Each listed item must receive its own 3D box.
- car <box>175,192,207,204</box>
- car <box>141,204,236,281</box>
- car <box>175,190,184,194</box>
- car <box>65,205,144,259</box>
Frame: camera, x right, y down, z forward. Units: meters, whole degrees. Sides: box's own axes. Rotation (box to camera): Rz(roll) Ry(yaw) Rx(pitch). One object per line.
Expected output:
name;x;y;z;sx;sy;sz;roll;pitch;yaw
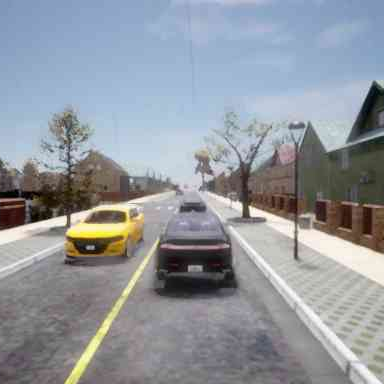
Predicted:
car;0.068;1.034;23.992;2.128;1.511;4.902;0;1;0
car;0.075;1.310;9.253;2.128;1.511;4.902;0;1;0
car;-2.779;0.224;74.171;1.812;1.442;4.674;0;1;0
car;-2.849;1.247;11.815;1.882;1.535;5.008;0;1;0
